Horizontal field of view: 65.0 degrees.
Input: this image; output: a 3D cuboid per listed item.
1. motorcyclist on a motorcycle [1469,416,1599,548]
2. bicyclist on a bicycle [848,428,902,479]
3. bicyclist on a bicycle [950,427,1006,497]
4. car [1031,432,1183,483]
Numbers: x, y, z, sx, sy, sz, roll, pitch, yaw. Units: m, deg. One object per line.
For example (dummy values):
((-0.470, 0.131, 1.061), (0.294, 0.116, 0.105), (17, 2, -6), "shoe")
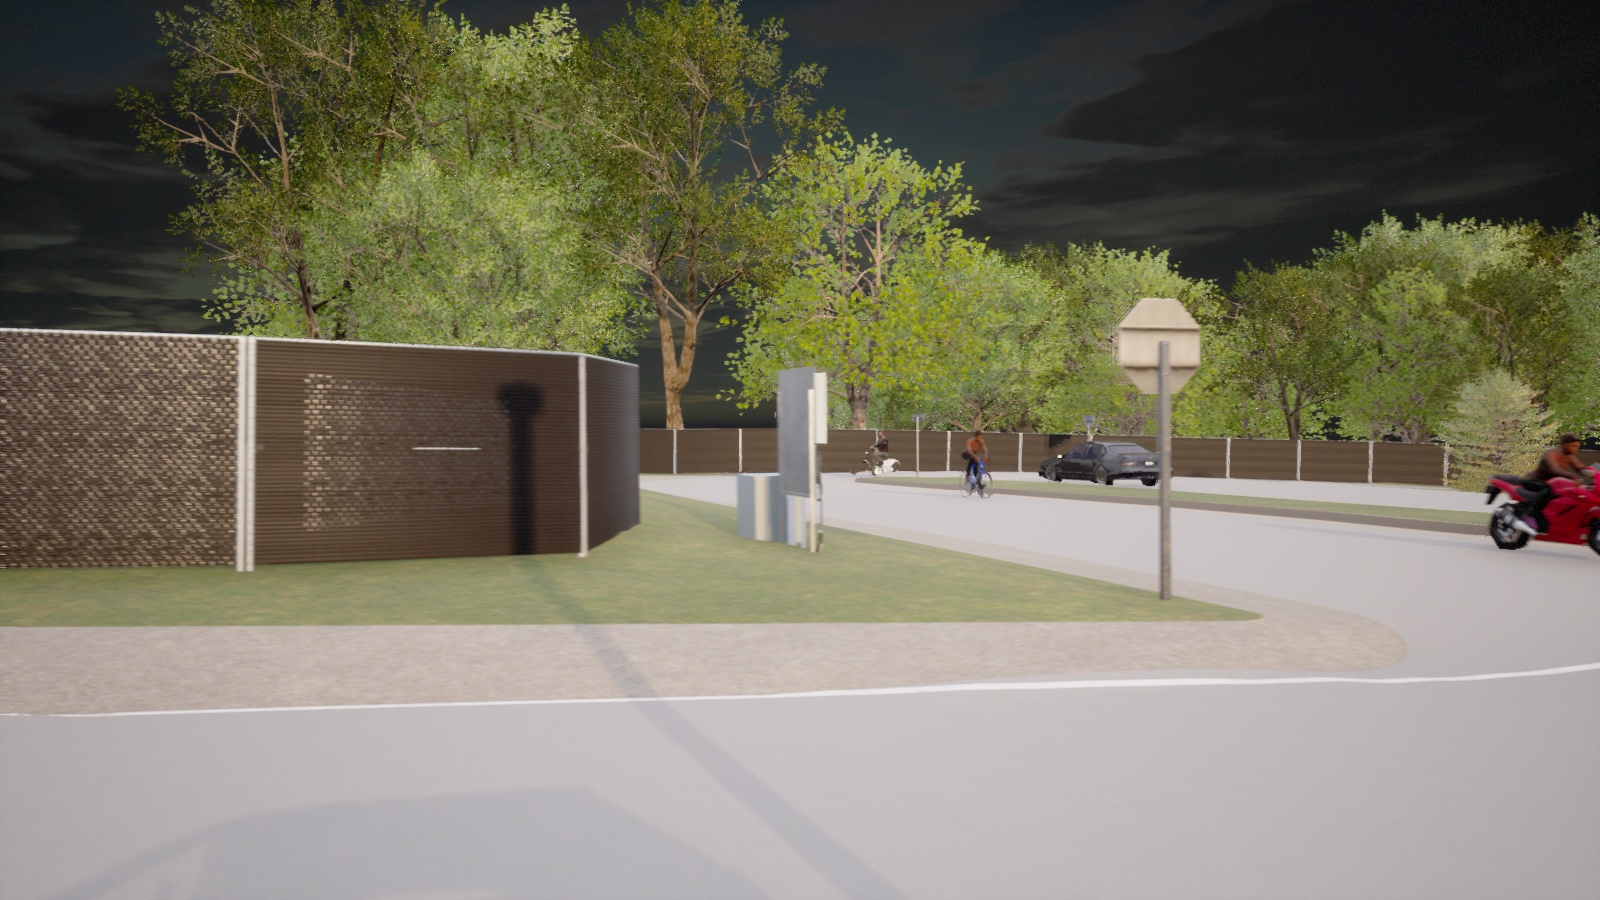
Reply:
((9.390, 0.350, 15.437), (0.797, 1.523, 2.044), (-1, 1, -20), "motorcyclist on a motorcycle")
((2.728, 0.127, 45.668), (1.843, 1.776, 0.659), (-1, 5, -15), "bicyclist on a bicycle")
((4.216, 0.274, 29.846), (0.582, 1.620, 1.656), (-2, 1, -20), "bicyclist on a bicycle")
((9.471, 0.212, 39.264), (2.033, 1.411, 5.357), (-2, 1, -19), "car")
